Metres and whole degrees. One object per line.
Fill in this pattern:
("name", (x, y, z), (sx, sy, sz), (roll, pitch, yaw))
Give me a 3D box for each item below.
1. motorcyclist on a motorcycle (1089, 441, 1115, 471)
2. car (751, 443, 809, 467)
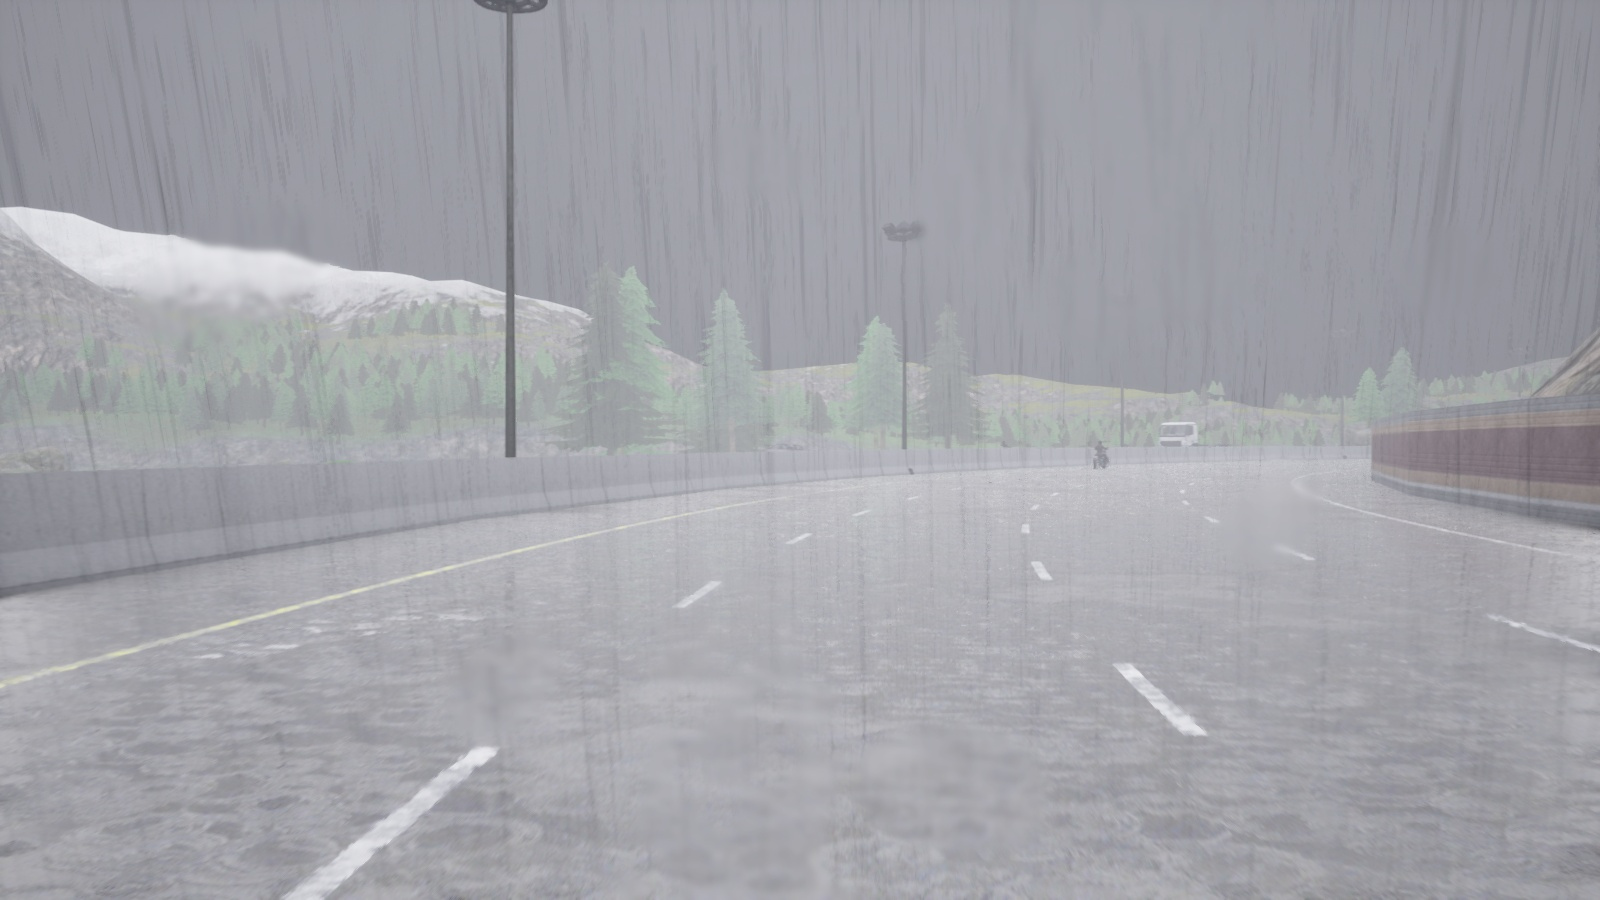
("motorcyclist on a motorcycle", (17.108, 0.313, 71.115), (0.766, 1.649, 2.350), (1, 1, 31))
("car", (-1.255, 0.300, 81.272), (1.816, 1.474, 4.193), (0, 0, 31))
